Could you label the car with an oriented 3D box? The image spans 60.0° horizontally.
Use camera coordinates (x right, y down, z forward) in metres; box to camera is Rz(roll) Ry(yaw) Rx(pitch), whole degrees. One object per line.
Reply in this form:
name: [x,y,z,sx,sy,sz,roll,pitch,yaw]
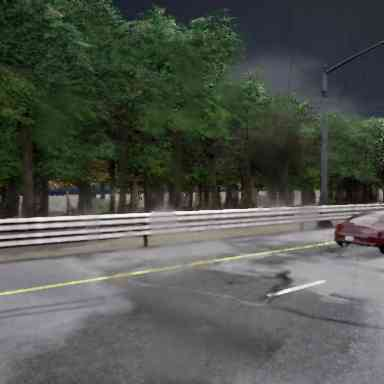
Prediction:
car: [7.628,1.533,13.500,4.674,1.442,1.812,0,0,-36]
